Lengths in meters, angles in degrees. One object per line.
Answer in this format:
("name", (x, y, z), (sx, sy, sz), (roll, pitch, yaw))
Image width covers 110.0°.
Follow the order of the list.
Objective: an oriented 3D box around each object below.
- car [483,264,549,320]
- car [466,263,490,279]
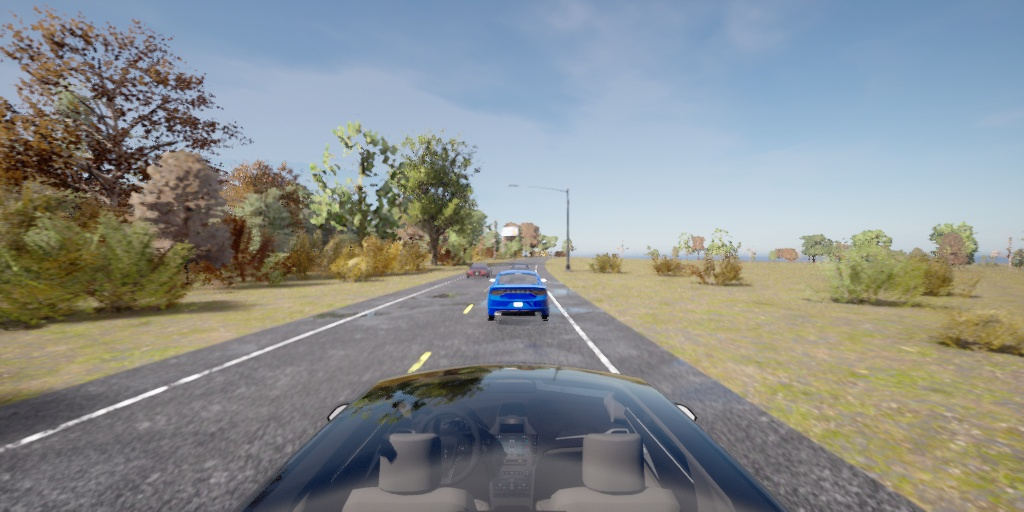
("car", (0.212, 1.228, 12.674), (1.882, 1.535, 5.008), (0, 0, 1))
("car", (-2.905, 1.311, 32.482), (1.994, 1.385, 4.181), (0, 0, 3))
